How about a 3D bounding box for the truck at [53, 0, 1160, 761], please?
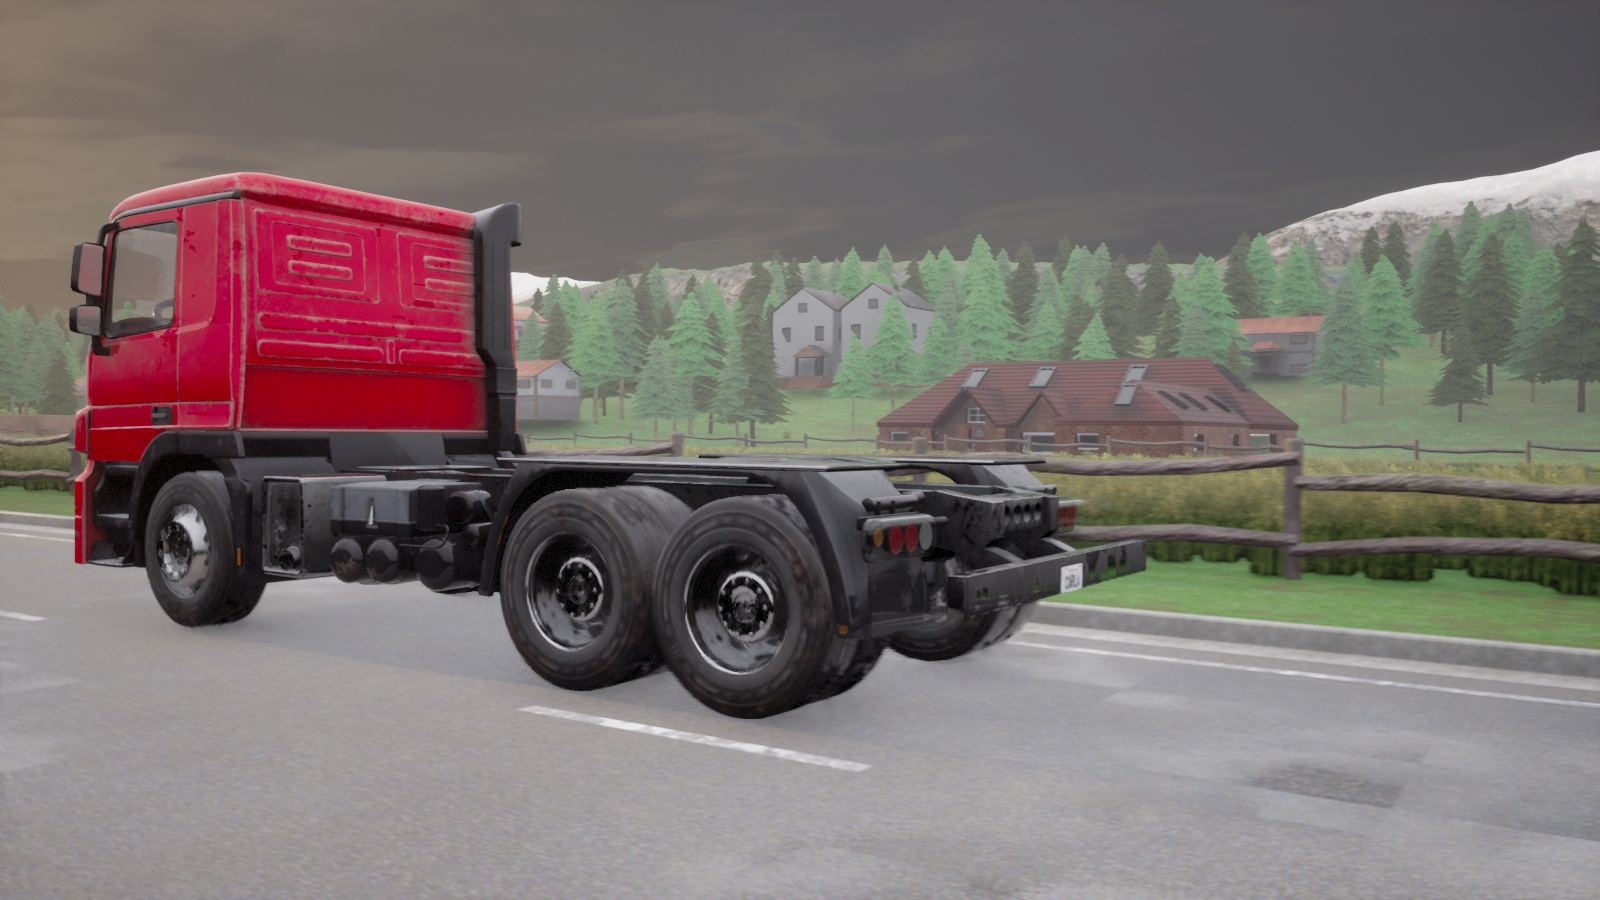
[{"bbox_3d":[-1.813,-0.357,9.010,7.936,3.462,2.891,0,1,34],"label":"truck"}]
